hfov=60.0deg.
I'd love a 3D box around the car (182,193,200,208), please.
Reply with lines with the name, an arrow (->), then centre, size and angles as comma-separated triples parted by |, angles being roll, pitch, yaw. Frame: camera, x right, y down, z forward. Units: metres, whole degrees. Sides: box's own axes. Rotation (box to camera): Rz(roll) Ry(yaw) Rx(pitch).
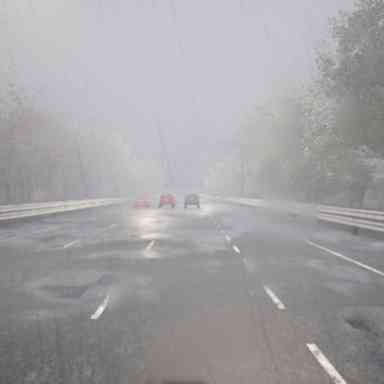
car -> -0.009, 1.242, 47.982 | 2.150, 2.045, 5.566 | 0, 0, 0

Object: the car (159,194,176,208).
car -> -3.510, 1.242, 48.043 | 2.150, 2.045, 5.566 | 0, 0, 0

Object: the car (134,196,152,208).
car -> -7.009, 1.371, 47.965 | 2.097, 1.767, 4.553 | 0, 0, 0

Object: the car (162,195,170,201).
car -> -7.015, 1.551, 89.807 | 1.882, 1.535, 5.008 | 0, 0, 0
